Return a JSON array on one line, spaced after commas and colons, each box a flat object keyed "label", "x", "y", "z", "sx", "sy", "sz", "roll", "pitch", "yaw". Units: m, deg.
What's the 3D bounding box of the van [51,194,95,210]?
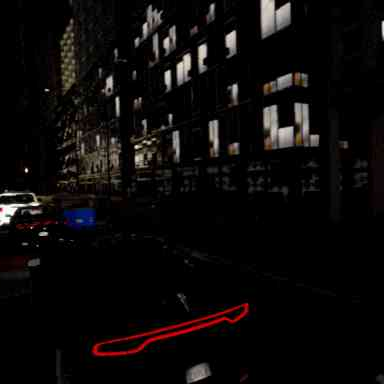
[{"label": "van", "x": -5.980, "y": 1.033, "z": 16.387, "sx": 1.690, "sy": 1.788, "sz": 3.998, "roll": -3, "pitch": 2, "yaw": -31}]

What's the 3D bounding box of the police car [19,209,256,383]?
[{"label": "police car", "x": -1.280, "y": 1.302, "z": 5.037, "sx": 1.930, "sy": 1.638, "sz": 5.238, "roll": -3, "pitch": 2, "yaw": -31}]

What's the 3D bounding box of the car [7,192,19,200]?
[{"label": "car", "x": -35.027, "y": 0.730, "z": 65.058, "sx": 1.887, "sy": 1.381, "sz": 4.507, "roll": -3, "pitch": 2, "yaw": -31}]

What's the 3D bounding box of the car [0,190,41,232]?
[{"label": "car", "x": -9.693, "y": 0.966, "z": 18.645, "sx": 2.150, "sy": 2.045, "sz": 5.566, "roll": -3, "pitch": 2, "yaw": -26}]

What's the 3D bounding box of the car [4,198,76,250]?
[{"label": "car", "x": -6.348, "y": 1.265, "z": 13.530, "sx": 1.882, "sy": 1.535, "sz": 5.008, "roll": -3, "pitch": 2, "yaw": -31}]

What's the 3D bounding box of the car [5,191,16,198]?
[{"label": "car", "x": -40.838, "y": 0.629, "z": 74.791, "sx": 1.887, "sy": 1.381, "sz": 4.507, "roll": -3, "pitch": 2, "yaw": -31}]

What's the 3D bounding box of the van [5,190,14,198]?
[{"label": "van", "x": -43.749, "y": 0.375, "z": 79.651, "sx": 1.690, "sy": 1.788, "sz": 3.998, "roll": -3, "pitch": 2, "yaw": -31}]

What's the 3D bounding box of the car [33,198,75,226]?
[{"label": "car", "x": -8.966, "y": 1.164, "z": 21.405, "sx": 1.752, "sy": 1.417, "sz": 4.829, "roll": -3, "pitch": 2, "yaw": -31}]

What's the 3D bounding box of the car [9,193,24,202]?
[{"label": "car", "x": -29.216, "y": 0.837, "z": 55.325, "sx": 2.008, "sy": 1.369, "sz": 4.403, "roll": -3, "pitch": 2, "yaw": -31}]
